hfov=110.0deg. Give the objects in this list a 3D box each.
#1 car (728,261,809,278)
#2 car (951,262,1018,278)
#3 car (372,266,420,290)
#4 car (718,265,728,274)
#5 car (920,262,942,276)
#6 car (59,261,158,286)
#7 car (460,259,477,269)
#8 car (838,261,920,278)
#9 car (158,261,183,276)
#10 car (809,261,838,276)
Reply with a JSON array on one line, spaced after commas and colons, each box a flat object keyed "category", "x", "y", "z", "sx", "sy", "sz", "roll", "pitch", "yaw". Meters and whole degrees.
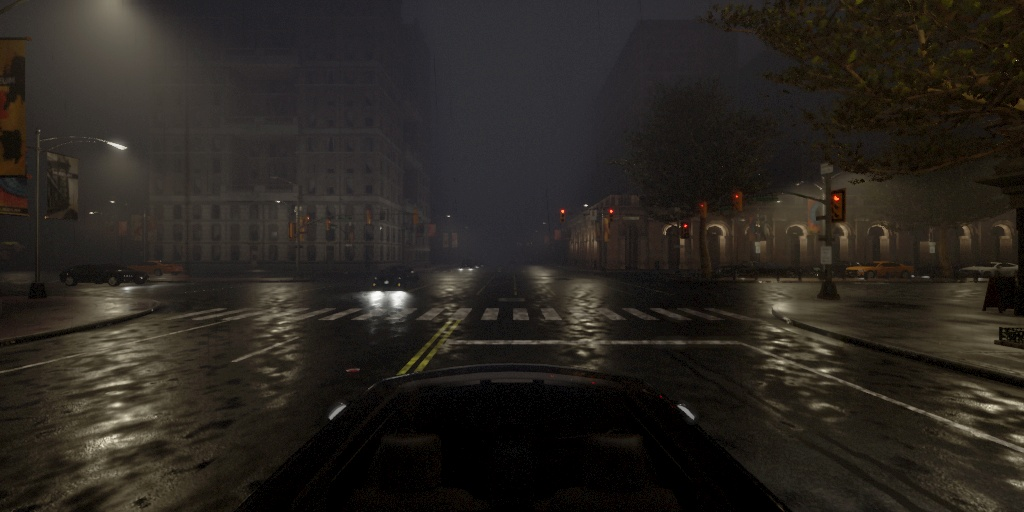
[{"category": "car", "x": 23.088, "y": 1.297, "z": 32.400, "sx": 5.357, "sy": 1.411, "sz": 2.033, "roll": 0, "pitch": 0, "yaw": 0}, {"category": "car", "x": 43.279, "y": 1.276, "z": 32.304, "sx": 4.674, "sy": 1.442, "sz": 1.812, "roll": 0, "pitch": 0, "yaw": 1}, {"category": "car", "x": -7.132, "y": 1.314, "z": 22.367, "sx": 1.994, "sy": 1.385, "sz": 4.181, "roll": 0, "pitch": 0, "yaw": 0}, {"category": "car", "x": 23.288, "y": 1.241, "z": 35.900, "sx": 4.902, "sy": 1.511, "sz": 2.128, "roll": 0, "pitch": 0, "yaw": 0}, {"category": "car", "x": 42.935, "y": 1.314, "z": 35.805, "sx": 4.181, "sy": 1.385, "sz": 1.994, "roll": 0, "pitch": 0, "yaw": 0}, {"category": "car", "x": -27.647, "y": 1.255, "z": 24.418, "sx": 4.892, "sy": 1.490, "sz": 1.837, "roll": 0, "pitch": 0, "yaw": 0}, {"category": "car", "x": -7.173, "y": 1.255, "z": 57.993, "sx": 1.837, "sy": 1.490, "sz": 4.892, "roll": 0, "pitch": 0, "yaw": 0}, {"category": "car", "x": 33.053, "y": 1.228, "z": 32.357, "sx": 5.008, "sy": 1.535, "sz": 1.882, "roll": 0, "pitch": 0, "yaw": 0}, {"category": "car", "x": -36.208, "y": 1.228, "z": 36.137, "sx": 5.008, "sy": 1.535, "sz": 1.882, "roll": 0, "pitch": 0, "yaw": 0}, {"category": "car", "x": 32.886, "y": 1.241, "z": 35.861, "sx": 4.902, "sy": 1.511, "sz": 2.128, "roll": 0, "pitch": 0, "yaw": 0}]
